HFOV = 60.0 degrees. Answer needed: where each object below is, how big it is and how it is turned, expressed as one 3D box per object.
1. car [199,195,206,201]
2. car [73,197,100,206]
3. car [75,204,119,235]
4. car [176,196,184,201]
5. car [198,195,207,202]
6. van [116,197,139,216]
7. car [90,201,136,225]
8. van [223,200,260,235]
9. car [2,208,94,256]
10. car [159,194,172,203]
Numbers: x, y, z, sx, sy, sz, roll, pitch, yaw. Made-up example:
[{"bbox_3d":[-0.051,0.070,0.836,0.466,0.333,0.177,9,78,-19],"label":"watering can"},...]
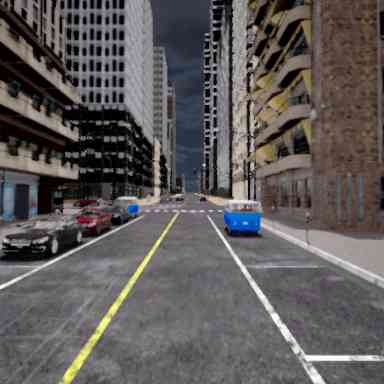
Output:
[{"bbox_3d":[2.710,1.538,90.311,1.752,1.417,4.829,1,0,0],"label":"car"},{"bbox_3d":[-16.488,1.504,52.354,4.097,1.590,1.967,0,-1,0],"label":"car"},{"bbox_3d":[-5.642,1.585,18.627,1.802,1.307,4.206,1,0,0],"label":"car"},{"bbox_3d":[-2.995,1.564,81.288,1.994,1.385,4.181,0,0,0],"label":"car"},{"bbox_3d":[2.708,1.593,78.985,1.802,1.307,4.206,1,0,0],"label":"car"},{"bbox_3d":[-5.807,1.346,29.707,1.690,1.788,3.998,1,0,0],"label":"van"},{"bbox_3d":[-5.642,1.570,24.166,1.947,1.339,4.313,1,0,0],"label":"car"},{"bbox_3d":[2.710,1.345,18.679,1.690,1.788,3.998,1,0,0],"label":"van"},{"bbox_3d":[-5.642,1.553,13.086,2.008,1.369,4.403,1,0,0],"label":"car"},{"bbox_3d":[-5.670,1.449,67.773,1.967,1.590,4.097,1,0,0],"label":"car"}]
